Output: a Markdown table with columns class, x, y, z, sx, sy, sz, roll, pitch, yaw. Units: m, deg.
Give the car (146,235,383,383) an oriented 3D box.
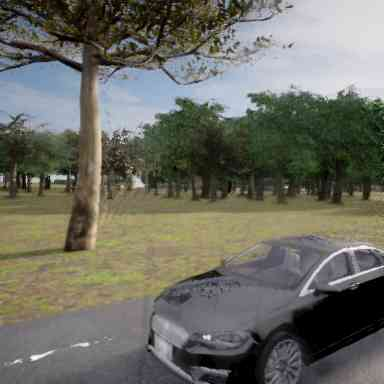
| class | x | y | z | sx | sy | sz | roll | pitch | yaw |
| --- | --- | --- | --- | --- | --- | --- | --- | --- | --- |
| car | 1.679 | 1.491 | 5.165 | 4.902 | 1.511 | 2.128 | 0 | 0 | -35 |
